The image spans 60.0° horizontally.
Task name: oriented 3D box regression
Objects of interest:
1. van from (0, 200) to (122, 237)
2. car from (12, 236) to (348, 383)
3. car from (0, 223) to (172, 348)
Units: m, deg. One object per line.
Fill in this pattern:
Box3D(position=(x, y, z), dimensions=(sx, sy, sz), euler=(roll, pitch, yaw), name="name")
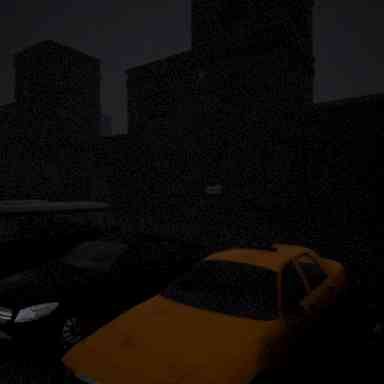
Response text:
Box3D(position=(-3.586, 1.254, 8.056), dimensions=(1.878, 1.987, 4.442), euler=(0, 0, 35), name="van")
Box3D(position=(0.765, 1.477, 4.582), dimensions=(1.946, 1.575, 5.366), euler=(0, 0, 35), name="car")
Box3D(position=(-1.389, 1.520, 6.349), dimensions=(2.002, 1.452, 4.674), euler=(0, 0, 36), name="car")
